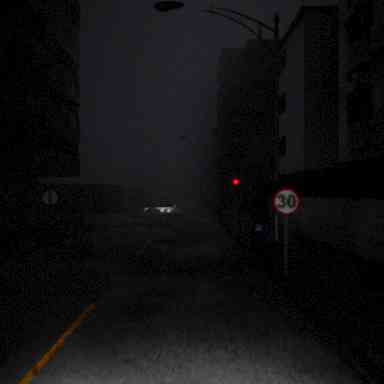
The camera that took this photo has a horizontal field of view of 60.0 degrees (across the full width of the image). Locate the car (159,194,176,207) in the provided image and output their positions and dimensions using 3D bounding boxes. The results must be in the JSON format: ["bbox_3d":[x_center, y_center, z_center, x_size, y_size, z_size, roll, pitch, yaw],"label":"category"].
[{"bbox_3d":[-4.082,1.541,51.998,2.128,1.511,4.902,0,0,0],"label":"car"}]

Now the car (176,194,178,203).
[{"bbox_3d":[-4.034,1.532,68.525,1.837,1.490,4.892,0,0,0],"label":"car"}]
